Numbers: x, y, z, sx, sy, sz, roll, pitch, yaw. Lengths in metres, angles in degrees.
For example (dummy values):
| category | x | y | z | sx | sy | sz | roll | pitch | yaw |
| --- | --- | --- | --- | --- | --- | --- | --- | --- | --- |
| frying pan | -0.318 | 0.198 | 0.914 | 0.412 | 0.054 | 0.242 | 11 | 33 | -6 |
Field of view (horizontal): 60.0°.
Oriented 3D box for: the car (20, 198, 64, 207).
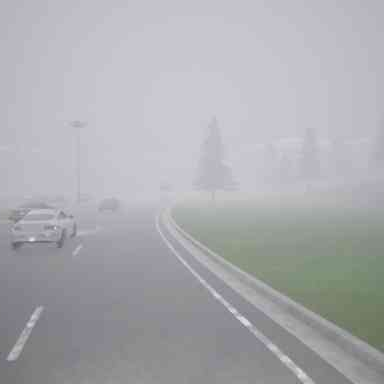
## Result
| category | x | y | z | sx | sy | sz | roll | pitch | yaw |
| --- | --- | --- | --- | --- | --- | --- | --- | --- | --- |
| car | -11.170 | 1.423 | 23.918 | 2.033 | 1.411 | 5.357 | 0 | 0 | -6 |

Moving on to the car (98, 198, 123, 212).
| category | x | y | z | sx | sy | sz | roll | pitch | yaw |
| --- | --- | --- | --- | --- | --- | --- | --- | --- | --- |
| car | -8.611 | 1.338 | 35.388 | 2.033 | 1.411 | 5.357 | 0 | 0 | -3 |

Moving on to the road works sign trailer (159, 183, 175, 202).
| category | x | y | z | sx | sy | sz | roll | pitch | yaw |
| --- | --- | --- | --- | --- | --- | --- | --- | --- | --- |
| road works sign trailer | -4.826 | 0.073 | 61.005 | 2.380 | 3.560 | 2.880 | 0 | 0 | 2 |

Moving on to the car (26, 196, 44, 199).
| category | x | y | z | sx | sy | sz | roll | pitch | yaw |
| --- | --- | --- | --- | --- | --- | --- | --- | --- | --- |
| car | -26.969 | 1.301 | 57.931 | 1.895 | 1.301 | 4.718 | 0 | 0 | 3 |

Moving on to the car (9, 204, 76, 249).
| category | x | y | z | sx | sy | sz | roll | pitch | yaw |
| --- | --- | --- | --- | --- | --- | --- | --- | --- | --- |
| car | -6.186 | 1.450 | 14.217 | 1.812 | 1.442 | 4.674 | 0 | 0 | -11 |

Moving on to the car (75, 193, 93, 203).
| category | x | y | z | sx | sy | sz | roll | pitch | yaw |
| --- | --- | --- | --- | --- | --- | --- | --- | --- | --- |
| car | -19.852 | 1.007 | 61.311 | 2.097 | 1.767 | 4.553 | 0 | 0 | 3 |

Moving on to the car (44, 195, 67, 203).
| category | x | y | z | sx | sy | sz | roll | pitch | yaw |
| --- | --- | --- | --- | --- | --- | --- | --- | --- | --- |
| car | -23.474 | 1.251 | 58.038 | 1.994 | 1.385 | 4.181 | 0 | 0 | 3 |
